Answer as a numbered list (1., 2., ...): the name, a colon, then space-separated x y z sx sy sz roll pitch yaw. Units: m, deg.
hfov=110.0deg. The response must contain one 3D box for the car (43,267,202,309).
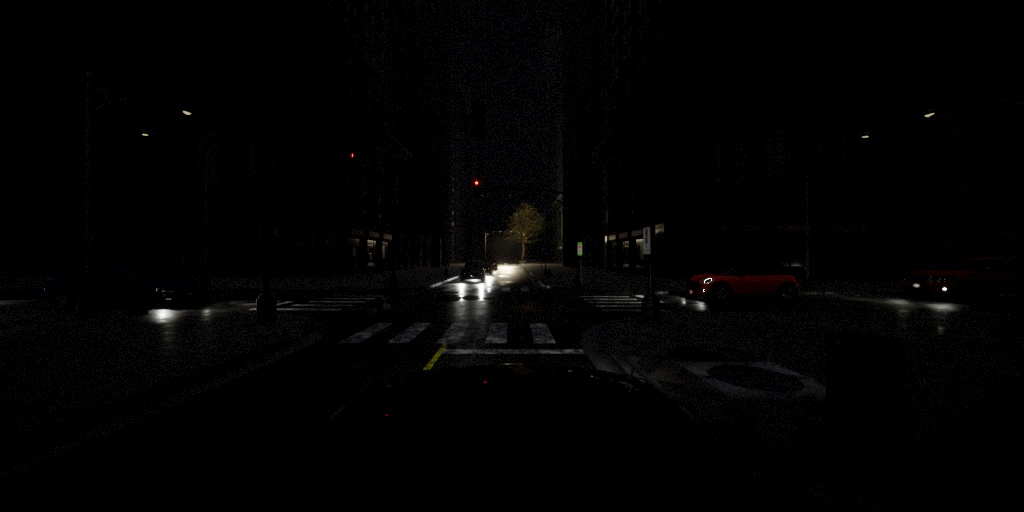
1. car: -14.907 1.176 13.895 5.008 1.535 1.882 0 0 2

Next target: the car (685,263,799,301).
1. car: 10.785 1.138 17.088 4.553 1.767 2.097 0 0 0

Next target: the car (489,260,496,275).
1. car: -3.087 1.355 38.681 1.895 1.301 4.718 0 0 0

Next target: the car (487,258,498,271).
1. car: -3.072 1.116 49.007 2.097 1.767 4.553 0 0 0

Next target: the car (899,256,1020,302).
1. car: 22.024 1.040 17.081 5.566 2.045 2.150 0 0 0

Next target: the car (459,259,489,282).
1. car: -3.090 1.255 29.009 1.837 1.490 4.892 0 0 -2
